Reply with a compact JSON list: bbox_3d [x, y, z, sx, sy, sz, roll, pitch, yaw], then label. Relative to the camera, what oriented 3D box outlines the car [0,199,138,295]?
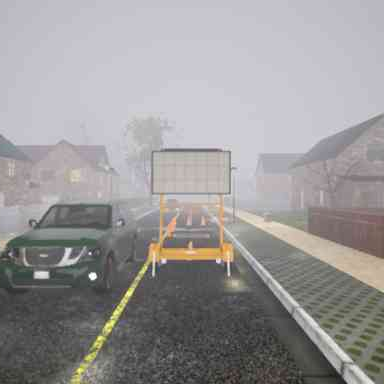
[{"bbox_3d":[-2.873,1.228,9.099,2.150,2.045,5.566,0,0,0],"label":"car"}]

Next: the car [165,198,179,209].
[{"bbox_3d":[-2.975,1.676,50.664,1.882,1.535,5.008,0,0,0],"label":"car"}]

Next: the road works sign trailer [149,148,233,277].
[{"bbox_3d":[-0.026,0.472,10.221,2.380,3.560,2.880,0,0,0],"label":"road works sign trailer"}]
